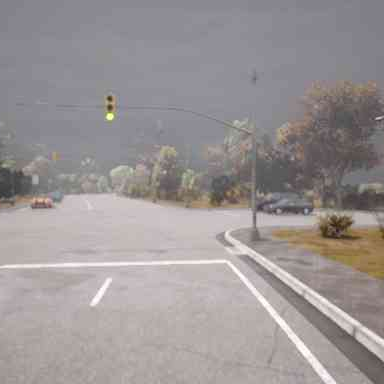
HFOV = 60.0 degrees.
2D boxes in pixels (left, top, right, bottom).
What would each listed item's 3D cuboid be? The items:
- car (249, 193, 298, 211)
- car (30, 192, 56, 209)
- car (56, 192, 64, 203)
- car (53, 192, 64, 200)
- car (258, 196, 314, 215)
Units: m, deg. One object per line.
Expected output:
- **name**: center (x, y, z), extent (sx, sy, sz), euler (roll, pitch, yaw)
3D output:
- **car**: center (8.804, 1.084, 35.133), extent (5.566, 2.045, 2.150), euler (1, 0, -16)
- **car**: center (-17.762, 1.003, 39.500), extent (2.097, 1.767, 4.553), euler (0, 1, -17)
- **car**: center (-22.769, 0.805, 54.681), extent (2.097, 1.767, 4.553), euler (0, 1, -19)
- **car**: center (-27.820, 0.840, 69.443), extent (2.033, 1.411, 5.357), euler (0, 1, -19)
- **car**: center (9.130, 1.397, 31.593), extent (4.892, 1.490, 1.837), euler (1, 0, -16)
